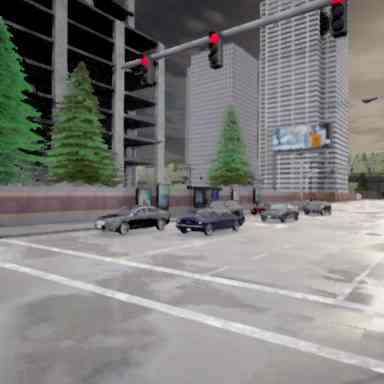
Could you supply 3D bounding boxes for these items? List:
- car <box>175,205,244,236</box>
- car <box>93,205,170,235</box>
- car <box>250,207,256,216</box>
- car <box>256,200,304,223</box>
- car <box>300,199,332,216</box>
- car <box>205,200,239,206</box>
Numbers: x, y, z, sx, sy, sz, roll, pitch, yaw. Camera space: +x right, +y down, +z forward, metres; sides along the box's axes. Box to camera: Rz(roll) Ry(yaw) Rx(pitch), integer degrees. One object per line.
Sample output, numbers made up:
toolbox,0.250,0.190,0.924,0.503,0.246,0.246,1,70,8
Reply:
car,1.125,1.671,19.176,1.895,1.301,4.718,0,0,37
car,-3.321,1.524,19.094,2.128,1.511,4.902,0,0,37
car,7.659,1.736,33.648,1.895,1.301,4.718,0,0,37
car,7.310,1.654,27.366,1.812,1.442,4.674,0,0,37
car,13.508,1.691,35.578,1.837,1.490,4.892,0,0,37
car,2.203,1.436,26.413,2.097,1.767,4.553,0,0,37
